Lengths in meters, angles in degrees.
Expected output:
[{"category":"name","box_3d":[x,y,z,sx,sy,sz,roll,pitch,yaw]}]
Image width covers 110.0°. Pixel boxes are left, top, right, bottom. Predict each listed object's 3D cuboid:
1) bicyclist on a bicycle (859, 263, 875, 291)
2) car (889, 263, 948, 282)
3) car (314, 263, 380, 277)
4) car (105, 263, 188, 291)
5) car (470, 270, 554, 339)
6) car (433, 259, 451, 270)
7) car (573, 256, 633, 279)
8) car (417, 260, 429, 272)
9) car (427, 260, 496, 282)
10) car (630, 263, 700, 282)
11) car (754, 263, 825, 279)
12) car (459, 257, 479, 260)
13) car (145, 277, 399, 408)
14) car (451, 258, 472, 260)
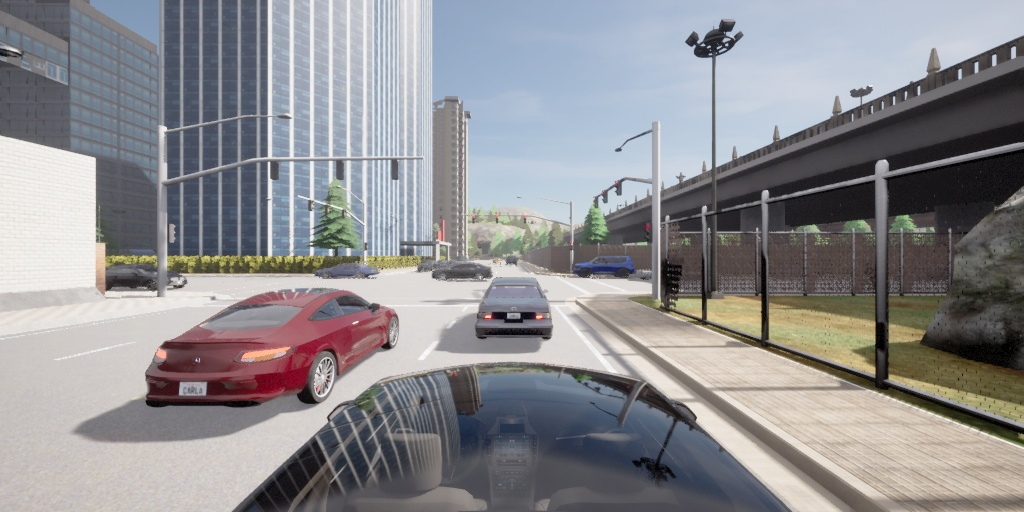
[{"category":"bicyclist on a bicycle","box_3d":[18.267,1.106,18.188,0.582,1.620,1.656,0,0,0]},{"category":"car","box_3d":[33.505,1.297,29.222,4.902,1.511,2.128,0,0,0]},{"category":"car","box_3d":[-14.870,1.343,32.537,5.357,1.411,2.033,0,0,0]},{"category":"car","box_3d":[-22.583,1.331,21.823,4.674,1.442,1.812,0,0,0]},{"category":"car","box_3d":[0.079,1.297,10.013,2.033,1.411,5.357,0,0,1]},{"category":"car","box_3d":[-10.690,1.276,54.993,1.812,1.442,4.674,0,0,0]},{"category":"car","box_3d":[8.414,1.026,32.928,5.566,2.045,2.150,0,0,5]},{"category":"car","box_3d":[-10.677,1.255,45.754,1.837,1.490,4.892,0,0,0]},{"category":"car","box_3d":[-4.015,1.282,29.081,4.892,1.490,1.837,0,0,0]},{"category":"car","box_3d":[12.515,1.406,29.147,4.718,1.301,1.895,0,0,0]},{"category":"car","box_3d":[25.236,1.353,32.699,5.357,1.411,2.033,0,0,0]},{"category":"car","box_3d":[-7.182,1.297,58.765,2.033,1.411,5.357,0,0,0]},{"category":"car","box_3d":[-3.449,1.276,6.193,1.812,1.442,4.674,0,0,0]},{"category":"car","box_3d":[-7.177,1.314,49.527,1.994,1.385,4.181,0,0,0]}]
